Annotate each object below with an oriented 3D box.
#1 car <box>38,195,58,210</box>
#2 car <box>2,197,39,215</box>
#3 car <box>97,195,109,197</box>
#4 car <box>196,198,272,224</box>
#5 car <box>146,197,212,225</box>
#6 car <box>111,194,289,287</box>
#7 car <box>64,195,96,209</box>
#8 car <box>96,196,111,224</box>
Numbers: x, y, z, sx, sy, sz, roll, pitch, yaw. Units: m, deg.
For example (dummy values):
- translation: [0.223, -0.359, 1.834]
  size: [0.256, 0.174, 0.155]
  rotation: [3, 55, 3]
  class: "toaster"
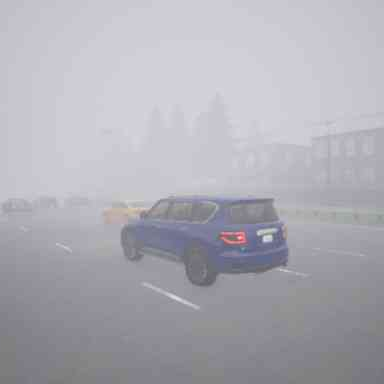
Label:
- translation: [-15.875, 1.134, 35.864]
  size: [1.837, 1.490, 4.892]
  rotation: [-1, 1, -37]
  class: "car"
- translation: [-15.695, 1.261, 29.866]
  size: [2.033, 1.411, 5.357]
  rotation: [-1, 1, -37]
  class: "car"
- translation: [-10.934, 1.074, 40.928]
  size: [1.994, 1.385, 4.181]
  rotation: [-1, 1, -37]
  class: "car"
- translation: [2.751, 1.188, 23.019]
  size: [2.033, 1.411, 5.357]
  rotation: [-1, 1, -37]
  class: "car"
- translation: [-1.013, 1.165, 22.180]
  size: [1.882, 1.535, 5.008]
  rotation: [-1, 1, -37]
  class: "car"
- translation: [0.004, 1.084, 9.315]
  size: [2.150, 2.045, 5.566]
  rotation: [-1, 1, -37]
  class: "car"
- translation: [-13.122, 1.077, 38.023]
  size: [1.837, 1.490, 4.892]
  rotation: [-1, 1, -37]
  class: "car"
- translation: [-3.774, 1.222, 20.029]
  size: [1.882, 1.535, 5.008]
  rotation: [-1, 1, -37]
  class: "car"
